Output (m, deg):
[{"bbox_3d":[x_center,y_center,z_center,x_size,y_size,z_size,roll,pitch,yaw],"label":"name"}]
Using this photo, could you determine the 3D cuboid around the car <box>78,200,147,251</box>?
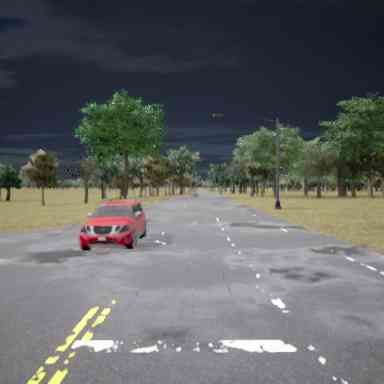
[{"bbox_3d":[-3.479,1.456,15.705,2.150,2.045,5.566,-1,0,1],"label":"car"}]

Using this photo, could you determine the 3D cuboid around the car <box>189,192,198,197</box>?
[{"bbox_3d":[0.392,0.650,89.483,2.128,1.511,4.902,0,1,9],"label":"car"}]
